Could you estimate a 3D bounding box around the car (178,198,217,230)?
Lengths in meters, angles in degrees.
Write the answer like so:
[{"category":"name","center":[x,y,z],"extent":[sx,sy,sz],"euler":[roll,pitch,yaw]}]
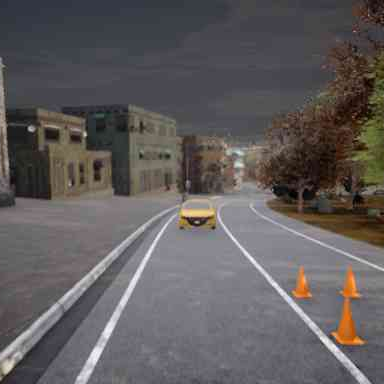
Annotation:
[{"category":"car","center":[0.308,1.142,18.566],"extent":[1.882,1.535,5.008],"euler":[0,1,1]}]
